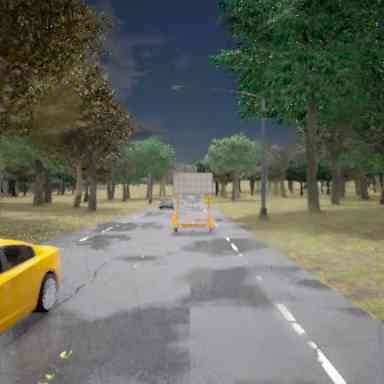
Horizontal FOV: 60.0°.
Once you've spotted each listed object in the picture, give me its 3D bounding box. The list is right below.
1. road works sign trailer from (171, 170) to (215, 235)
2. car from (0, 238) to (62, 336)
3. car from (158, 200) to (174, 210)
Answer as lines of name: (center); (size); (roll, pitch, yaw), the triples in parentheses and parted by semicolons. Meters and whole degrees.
road works sign trailer: (0.063, 0.539, 19.529); (2.380, 3.560, 2.880); (0, 0, -2)
car: (-3.601, 1.477, 4.797); (1.882, 1.535, 5.008); (0, 0, 0)
car: (-3.587, 1.833, 47.336); (1.994, 1.385, 4.181); (0, 0, 0)
